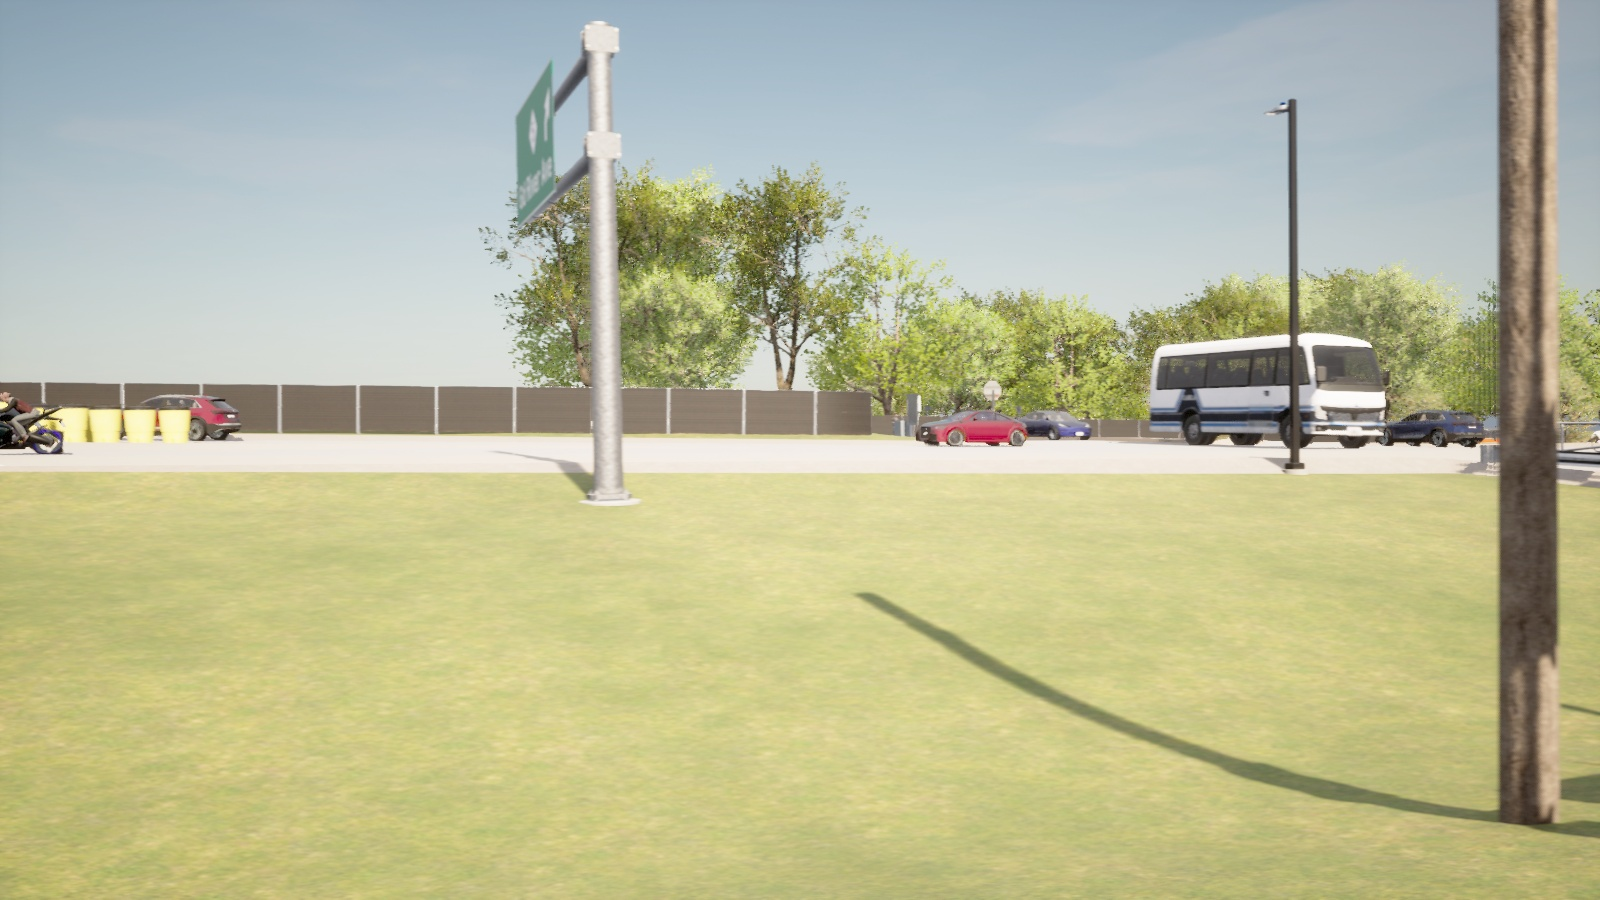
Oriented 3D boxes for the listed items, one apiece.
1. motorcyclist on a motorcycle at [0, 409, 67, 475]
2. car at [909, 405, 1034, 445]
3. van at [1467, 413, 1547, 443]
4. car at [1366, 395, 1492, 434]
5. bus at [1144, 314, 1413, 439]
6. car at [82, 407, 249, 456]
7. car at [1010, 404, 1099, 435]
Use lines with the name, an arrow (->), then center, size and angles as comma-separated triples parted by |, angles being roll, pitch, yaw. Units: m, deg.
motorcyclist on a motorcycle -> -18.725, -0.186, 29.762 | 2.191, 1.530, 0.866 | -1, 1, -20
car -> 6.425, -0.943, 47.090 | 4.181, 1.385, 1.994 | -1, 1, -22
van -> 48.387, -1.518, 86.053 | 4.442, 1.987, 1.775 | 1, 1, 13
car -> 27.520, -1.537, 55.119 | 2.033, 1.649, 4.856 | -1, 1, -21
bus -> 18.040, -2.622, 48.483 | 3.944, 4.253, 10.273 | -1, 1, -20
car -> -22.451, -0.665, 44.567 | 4.856, 1.649, 2.033 | -1, 2, 1
car -> 12.694, -1.506, 62.975 | 2.163, 1.488, 4.792 | -2, 1, -20
